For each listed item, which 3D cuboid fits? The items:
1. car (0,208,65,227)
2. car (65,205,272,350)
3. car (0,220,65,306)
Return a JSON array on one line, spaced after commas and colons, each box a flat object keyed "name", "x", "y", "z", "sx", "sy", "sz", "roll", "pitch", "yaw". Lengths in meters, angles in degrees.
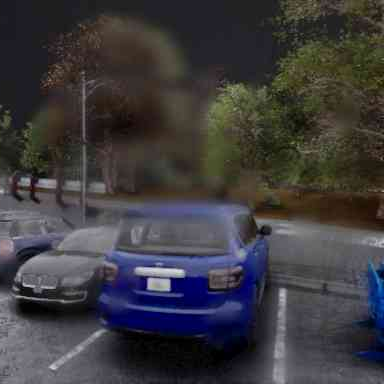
[{"name": "car", "x": -4.608, "y": 1.453, "z": 10.101, "sx": 2.185, "sy": 1.767, "sz": 4.553, "roll": -1, "pitch": -1, "yaw": 16}, {"name": "car", "x": 0.314, "y": 1.270, "z": 6.641, "sx": 2.435, "sy": 2.045, "sz": 5.566, "roll": -1, "pitch": -1, "yaw": 16}, {"name": "car", "x": -2.137, "y": 1.551, "z": 8.374, "sx": 2.231, "sy": 1.521, "sz": 4.892, "roll": 0, "pitch": -1, "yaw": 16}]
